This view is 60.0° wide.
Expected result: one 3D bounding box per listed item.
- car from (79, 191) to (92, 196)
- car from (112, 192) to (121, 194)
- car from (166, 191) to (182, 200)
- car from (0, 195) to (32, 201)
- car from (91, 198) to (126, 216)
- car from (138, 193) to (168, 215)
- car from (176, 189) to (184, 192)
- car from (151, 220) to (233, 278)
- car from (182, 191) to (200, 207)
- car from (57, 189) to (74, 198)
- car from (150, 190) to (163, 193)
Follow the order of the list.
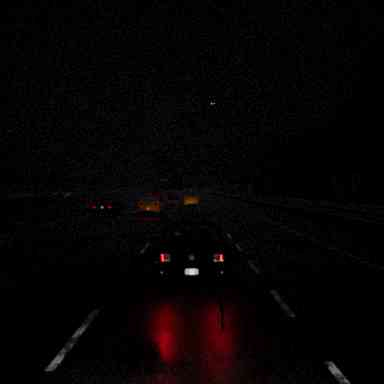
[{"bbox_3d":[-24.509,0.502,76.470,1.837,1.490,4.892,0,1,0],"label":"car"},{"bbox_3d":[-17.509,0.593,76.442,1.895,1.301,4.718,0,1,0],"label":"car"},{"bbox_3d":[-3.506,0.938,65.157,1.895,1.301,4.718,0,1,0],"label":"car"},{"bbox_3d":[-17.583,1.231,34.047,1.895,1.301,4.718,0,1,0],"label":"car"},{"bbox_3d":[-7.003,1.223,28.405,2.033,1.411,5.357,0,1,0],"label":"car"},{"bbox_3d":[-3.504,1.144,29.172,1.882,1.535,5.008,0,1,0],"label":"car"},{"bbox_3d":[-3.509,0.647,81.071,1.882,1.535,5.008,0,1,0],"label":"car"},{"bbox_3d":[0.000,1.476,9.693,1.895,1.301,4.718,0,1,0],"label":"car"},{"bbox_3d":[-0.004,1.027,41.916,1.882,1.535,5.008,0,0,0],"label":"car"},{"bbox_3d":[-28.009,0.419,73.806,2.150,2.045,5.566,0,1,0],"label":"car"},{"bbox_3d":[-7.009,0.562,65.188,2.150,2.045,5.566,0,1,0],"label":"car"}]
